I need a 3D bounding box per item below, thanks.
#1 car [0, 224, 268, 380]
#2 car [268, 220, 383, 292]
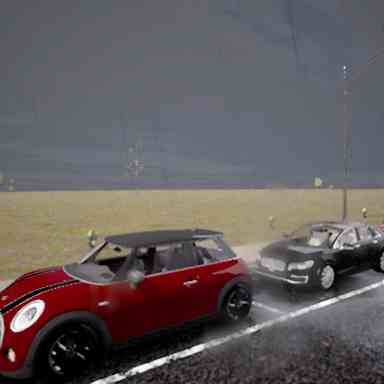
[{"bbox_3d":[-0.964,1.412,5.399,4.097,1.590,1.967,-1,1,-35],"label":"car"},{"bbox_3d":[3.543,1.454,8.615,4.403,1.369,2.008,-1,1,-35],"label":"car"}]
